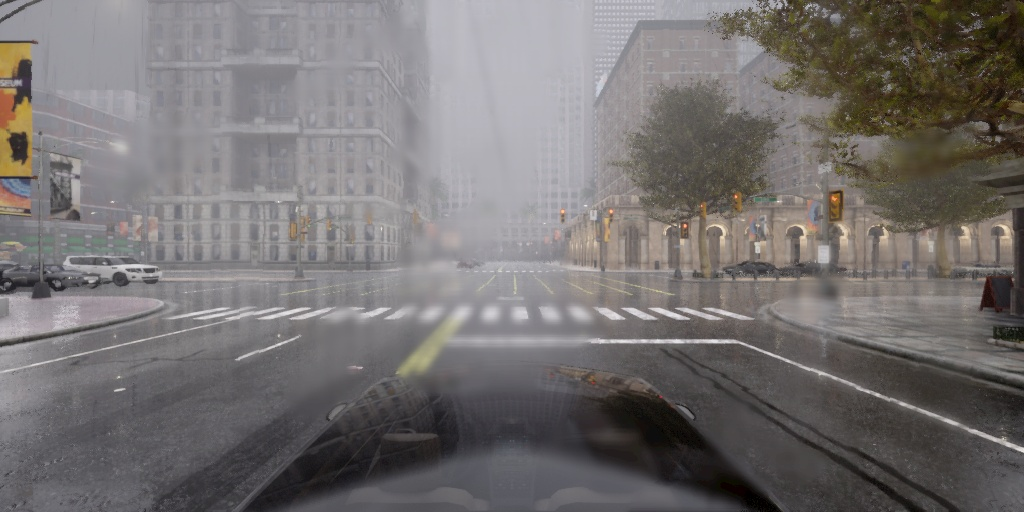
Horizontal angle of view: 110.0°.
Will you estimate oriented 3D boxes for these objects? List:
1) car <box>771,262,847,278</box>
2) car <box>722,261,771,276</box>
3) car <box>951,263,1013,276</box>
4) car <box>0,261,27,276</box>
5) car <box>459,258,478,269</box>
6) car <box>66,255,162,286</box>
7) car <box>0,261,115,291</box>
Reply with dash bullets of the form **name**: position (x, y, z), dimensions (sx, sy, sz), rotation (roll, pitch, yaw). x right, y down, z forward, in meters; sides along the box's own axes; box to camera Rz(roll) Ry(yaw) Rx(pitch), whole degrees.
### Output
- **car**: position (26.797, 1.254, 32.467), dimensions (4.892, 1.490, 1.837), rotation (0, 0, 0)
- **car**: position (23.756, 1.254, 35.982), dimensions (4.892, 1.490, 1.837), rotation (0, 0, 0)
- **car**: position (46.506, 1.351, 35.851), dimensions (4.718, 1.301, 1.895), rotation (0, 0, 1)
- **car**: position (-52.548, 1.255, 36.916), dimensions (4.892, 1.490, 1.837), rotation (0, 0, 20)
- **car**: position (-7.120, 1.102, 56.621), dimensions (2.097, 1.767, 4.553), rotation (0, 0, 0)
- **car**: position (-27.388, 0.971, 24.552), dimensions (5.566, 2.045, 2.150), rotation (0, 0, 2)
- **car**: position (-27.067, 1.241, 21.036), dimensions (4.902, 1.511, 2.128), rotation (0, 0, 0)
